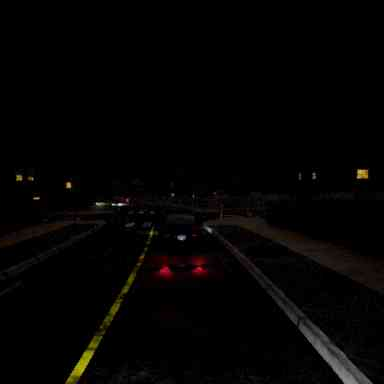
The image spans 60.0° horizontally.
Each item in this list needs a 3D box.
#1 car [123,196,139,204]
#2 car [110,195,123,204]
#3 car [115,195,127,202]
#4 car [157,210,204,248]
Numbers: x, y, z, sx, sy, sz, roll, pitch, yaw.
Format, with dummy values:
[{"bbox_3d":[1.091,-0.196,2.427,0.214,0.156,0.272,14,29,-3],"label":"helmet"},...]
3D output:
[{"bbox_3d":[-12.818,1.633,71.055,2.097,1.767,4.553,0,0,-20],"label":"car"},{"bbox_3d":[-17.032,1.922,74.361,1.895,1.301,4.718,0,0,-22],"label":"car"},{"bbox_3d":[-17.909,1.656,83.502,2.097,1.767,4.553,0,0,-25],"label":"car"},{"bbox_3d":[-0.556,1.534,14.748,1.812,1.442,4.674,0,0,-4],"label":"car"}]
